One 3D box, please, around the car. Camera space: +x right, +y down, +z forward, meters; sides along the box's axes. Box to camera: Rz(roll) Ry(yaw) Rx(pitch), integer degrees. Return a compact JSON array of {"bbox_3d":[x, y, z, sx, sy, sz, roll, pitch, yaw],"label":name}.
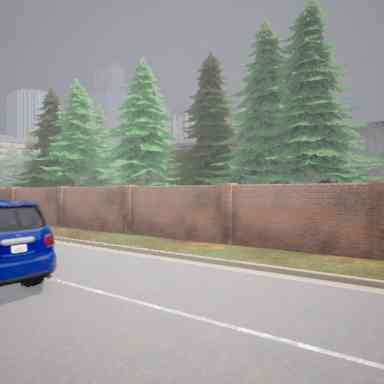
[{"bbox_3d":[-5.604,1.218,7.977,5.566,2.045,2.150,-1,0,34],"label":"car"}]
